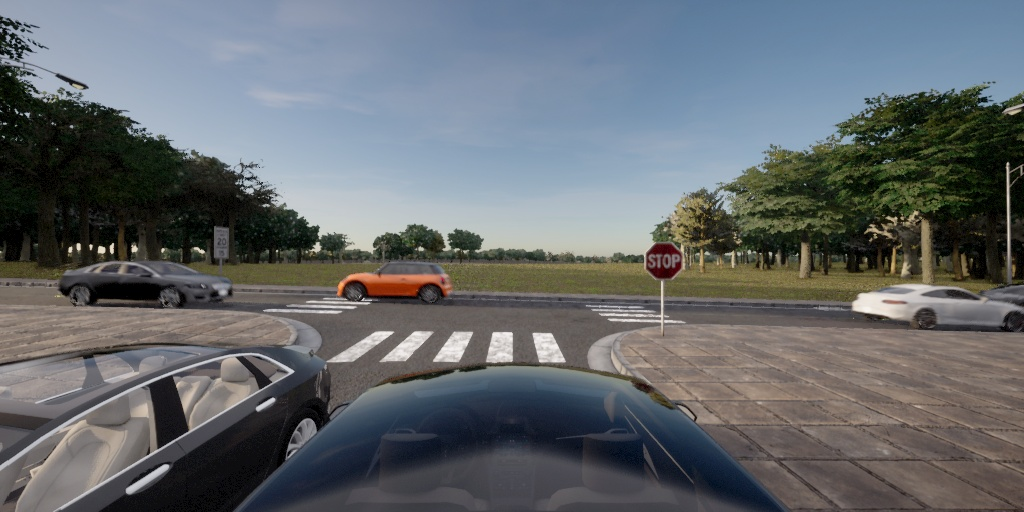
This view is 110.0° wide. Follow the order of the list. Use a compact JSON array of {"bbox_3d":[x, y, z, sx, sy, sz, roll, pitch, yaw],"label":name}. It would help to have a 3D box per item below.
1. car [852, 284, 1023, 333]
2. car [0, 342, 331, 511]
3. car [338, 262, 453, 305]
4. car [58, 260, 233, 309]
[{"bbox_3d":[14.491,1.709,12.305,4.674,1.442,1.812,2,-1,0],"label":"car"},{"bbox_3d":[-2.637,1.300,1.866,2.007,1.370,4.403,0,0,0],"label":"car"},{"bbox_3d":[-4.857,1.019,15.282,4.553,1.767,2.097,2,-1,0],"label":"car"},{"bbox_3d":[-12.389,0.921,12.342,4.902,1.511,2.128,2,-1,0],"label":"car"}]
